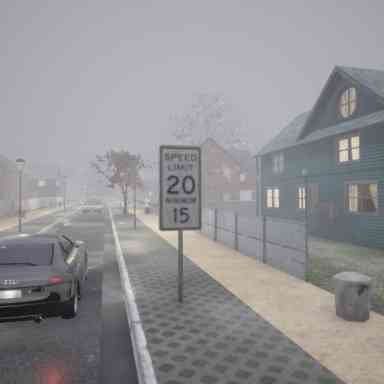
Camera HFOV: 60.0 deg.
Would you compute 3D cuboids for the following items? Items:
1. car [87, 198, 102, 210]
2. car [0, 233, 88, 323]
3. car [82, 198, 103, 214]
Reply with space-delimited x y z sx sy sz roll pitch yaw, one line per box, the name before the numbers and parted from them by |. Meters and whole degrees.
car | -13.477 1.616 46.221 1.837 1.490 4.892 0 0 -14
car | -3.357 1.576 7.155 1.994 1.385 4.181 0 0 -15
car | -10.955 1.682 36.675 1.895 1.301 4.718 0 0 -14
